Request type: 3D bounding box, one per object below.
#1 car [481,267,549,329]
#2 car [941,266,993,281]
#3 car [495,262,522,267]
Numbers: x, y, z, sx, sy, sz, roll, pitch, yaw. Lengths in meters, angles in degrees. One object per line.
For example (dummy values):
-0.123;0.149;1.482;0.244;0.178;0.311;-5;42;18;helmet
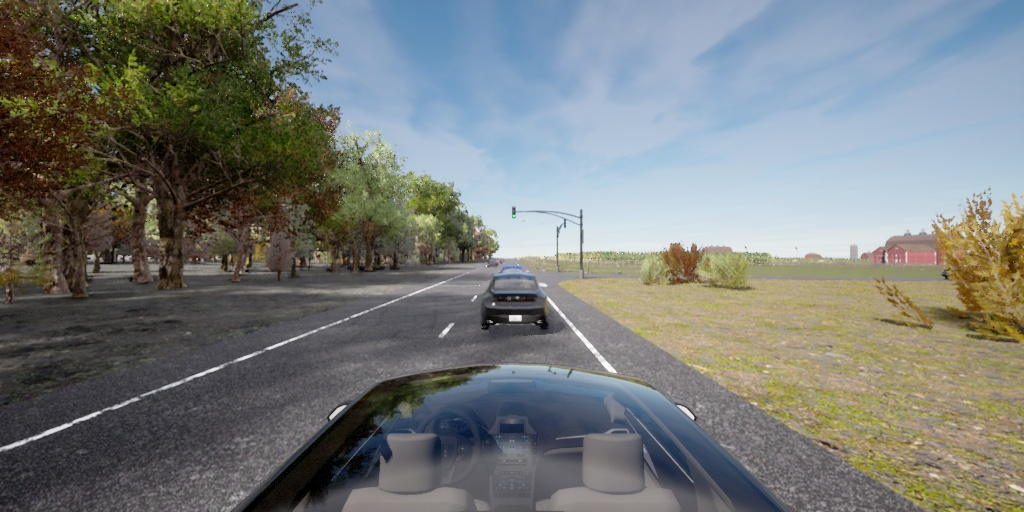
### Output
0.071;1.274;11.285;1.837;1.490;4.892;0;0;0;car
48.409;1.822;37.789;4.902;1.511;2.128;1;-1;0;car
0.063;1.312;22.194;1.812;1.442;4.674;0;0;0;car
